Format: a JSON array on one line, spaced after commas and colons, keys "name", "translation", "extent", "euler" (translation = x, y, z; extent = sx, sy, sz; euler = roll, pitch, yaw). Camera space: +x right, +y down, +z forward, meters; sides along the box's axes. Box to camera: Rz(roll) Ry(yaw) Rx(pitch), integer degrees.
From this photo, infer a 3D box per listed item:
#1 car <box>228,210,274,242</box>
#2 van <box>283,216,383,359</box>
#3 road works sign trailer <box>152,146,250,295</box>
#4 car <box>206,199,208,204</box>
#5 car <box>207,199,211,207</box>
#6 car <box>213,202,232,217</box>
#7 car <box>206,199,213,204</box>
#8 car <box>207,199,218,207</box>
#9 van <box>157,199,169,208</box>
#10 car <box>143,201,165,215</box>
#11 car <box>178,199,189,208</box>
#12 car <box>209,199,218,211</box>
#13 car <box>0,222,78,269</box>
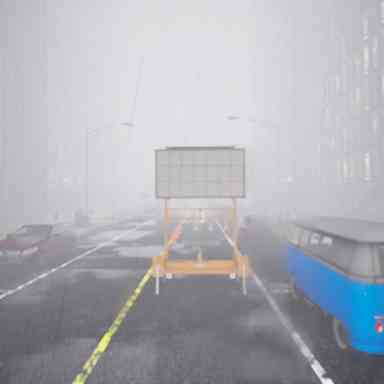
[{"name": "car", "translation": [3.102, 1.775, 17.277], "extent": [1.802, 1.307, 4.206], "euler": [0, -1, 1]}, {"name": "van", "translation": [2.853, 1.397, 5.899], "extent": [1.690, 1.788, 3.998], "euler": [0, -1, 1]}, {"name": "road works sign trailer", "translation": [0.224, 0.574, 8.986], "extent": [2.380, 3.560, 2.880], "euler": [0, -1, 1]}, {"name": "car", "translation": [4.092, 2.153, 62.805], "extent": [1.967, 1.590, 4.097], "euler": [0, -1, 1]}, {"name": "car", "translation": [3.845, 2.143, 51.422], "extent": [2.008, 1.369, 4.403], "euler": [0, -1, 1]}, {"name": "car", "translation": [3.473, 1.980, 34.349], "extent": [1.802, 1.307, 4.206], "euler": [0, -1, 1]}, {"name": "car", "translation": [4.711, 2.548, 91.258], "extent": [1.887, 1.381, 4.507], "euler": [0, -1, 1]}, {"name": "car", "translation": [4.215, 2.212, 68.495], "extent": [1.967, 1.590, 4.097], "euler": [0, -1, 1]}, {"name": "van", "translation": [-4.535, 1.986, 51.610], "extent": [1.690, 1.788, 3.998], "euler": [0, -1, 1]}, {"name": "car", "translation": [-4.782, 2.068, 40.225], "extent": [2.008, 1.369, 4.403], "euler": [0, -1, 1]}, {"name": "car", "translation": [-1.585, 2.107, 63.585], "extent": [2.097, 1.767, 4.553], "euler": [0, -1, 1]}, {"name": "car", "translation": [3.721, 2.081, 45.731], "extent": [2.008, 1.369, 4.403], "euler": [0, -1, 1]}, {"name": "car", "translation": [-5.401, 1.759, 11.771], "extent": [1.802, 1.307, 4.206], "euler": [0, -1, 1]}]
